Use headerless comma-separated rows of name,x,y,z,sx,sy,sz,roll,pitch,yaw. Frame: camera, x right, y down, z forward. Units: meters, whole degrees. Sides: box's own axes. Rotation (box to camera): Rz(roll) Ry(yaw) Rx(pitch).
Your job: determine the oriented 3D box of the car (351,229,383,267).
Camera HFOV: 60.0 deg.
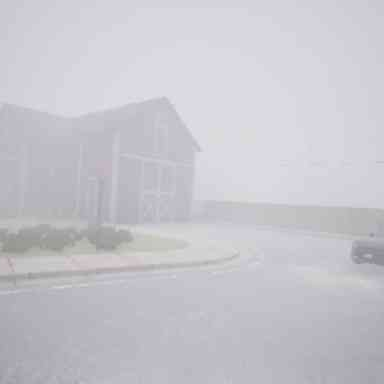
car,8.194,2.072,12.813,5.008,1.535,1.882,4,-1,-32
